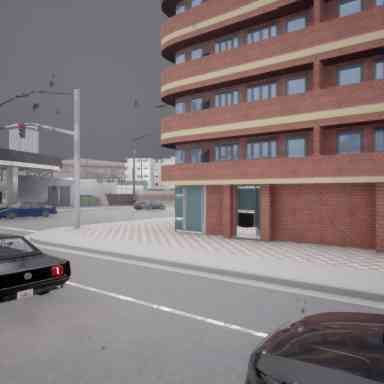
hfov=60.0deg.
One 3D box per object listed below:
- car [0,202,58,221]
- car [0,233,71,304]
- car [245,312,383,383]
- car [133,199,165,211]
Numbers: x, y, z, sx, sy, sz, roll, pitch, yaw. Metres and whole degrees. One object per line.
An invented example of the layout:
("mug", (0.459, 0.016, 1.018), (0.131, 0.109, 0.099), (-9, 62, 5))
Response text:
("car", (-14.066, 1.545, 28.014), (2.033, 1.411, 5.357), (0, 0, 35))
("car", (-4.883, 1.599, 7.460), (4.718, 1.301, 1.895), (0, 0, 36))
("car", (2.699, 1.514, 2.070), (4.892, 1.490, 1.837), (0, 0, 35))
("car", (-5.234, 1.595, 40.829), (1.994, 1.385, 4.181), (0, 0, 35))
